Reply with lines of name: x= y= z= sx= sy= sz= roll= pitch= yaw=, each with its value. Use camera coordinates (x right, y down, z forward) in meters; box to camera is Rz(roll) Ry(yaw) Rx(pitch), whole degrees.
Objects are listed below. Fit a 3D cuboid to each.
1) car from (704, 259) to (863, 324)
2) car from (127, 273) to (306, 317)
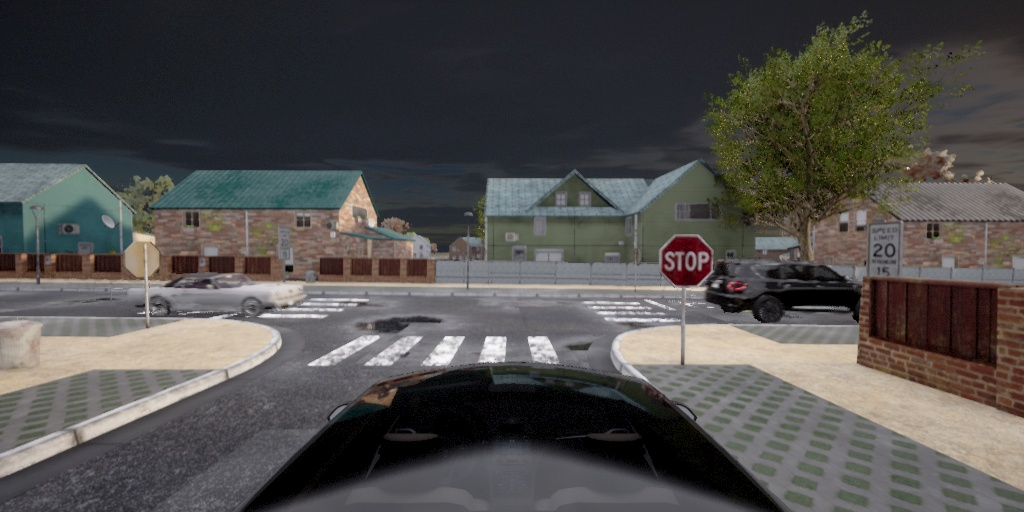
car: x=9.746 y=1.155 z=12.485 sx=5.566 sy=2.045 sz=2.150 roll=1 pitch=1 yaw=-1
car: x=-9.745 y=1.253 z=12.160 sx=4.718 sy=1.301 sz=1.895 roll=1 pitch=1 yaw=-1
